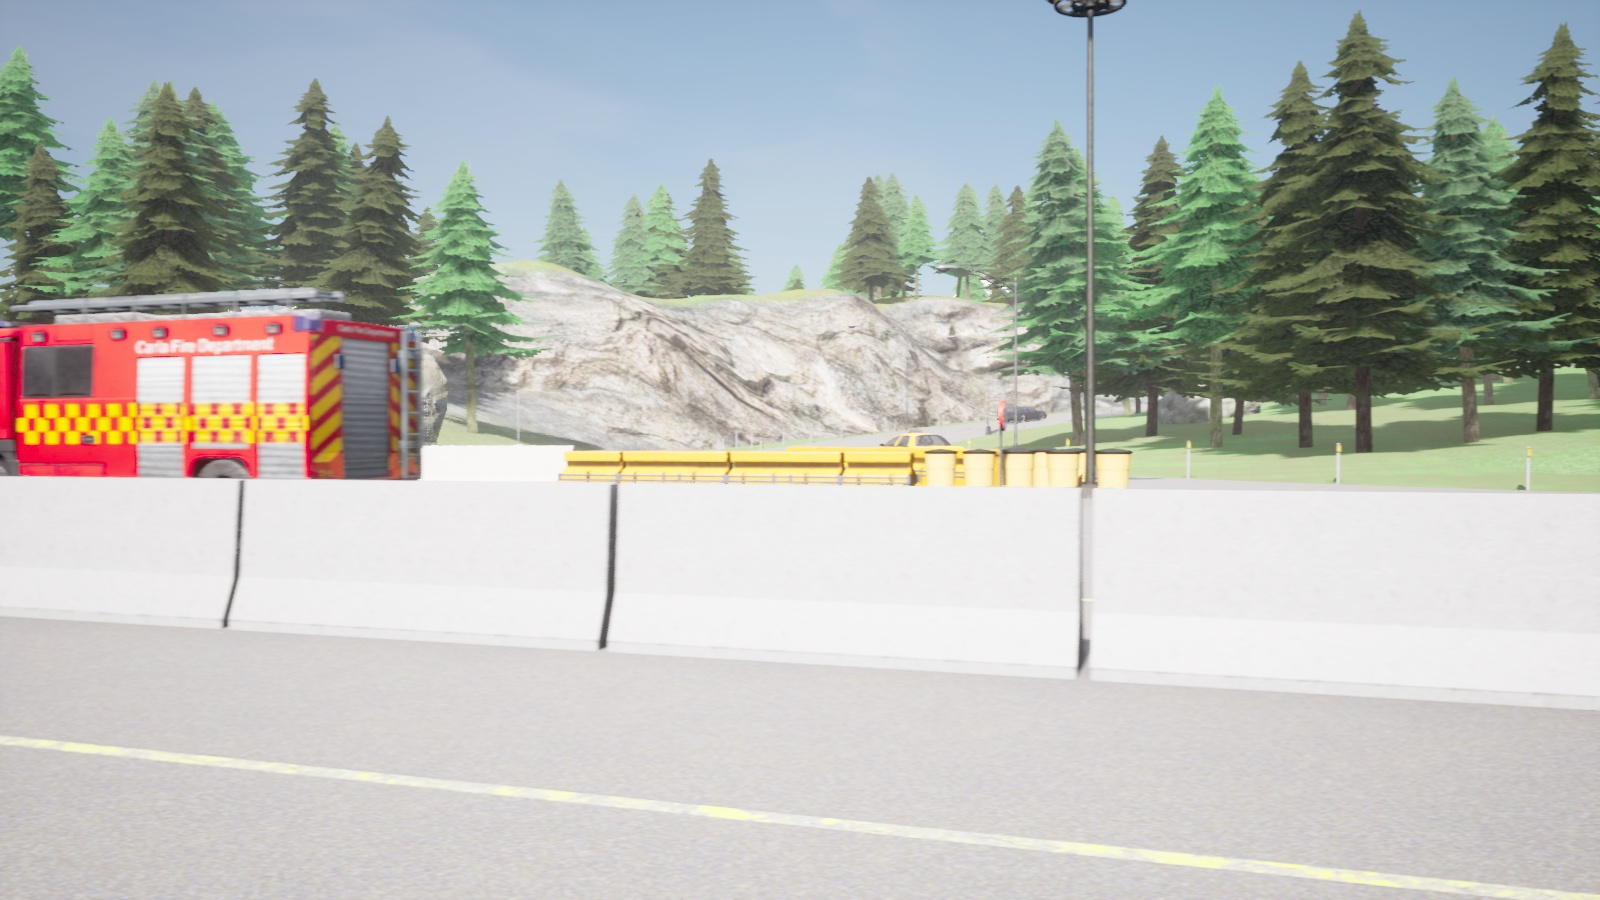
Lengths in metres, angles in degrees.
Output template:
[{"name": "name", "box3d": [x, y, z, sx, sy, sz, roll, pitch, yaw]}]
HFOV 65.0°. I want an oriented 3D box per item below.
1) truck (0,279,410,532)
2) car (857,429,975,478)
[{"name": "truck", "box3d": [-11.237, -0.729, 21.726, 8.468, 3.827, 2.891, 0, 1, 19]}, {"name": "car", "box3d": [3.973, 0.074, 44.127, 1.801, 1.575, 5.366, 0, 1, -23]}]
